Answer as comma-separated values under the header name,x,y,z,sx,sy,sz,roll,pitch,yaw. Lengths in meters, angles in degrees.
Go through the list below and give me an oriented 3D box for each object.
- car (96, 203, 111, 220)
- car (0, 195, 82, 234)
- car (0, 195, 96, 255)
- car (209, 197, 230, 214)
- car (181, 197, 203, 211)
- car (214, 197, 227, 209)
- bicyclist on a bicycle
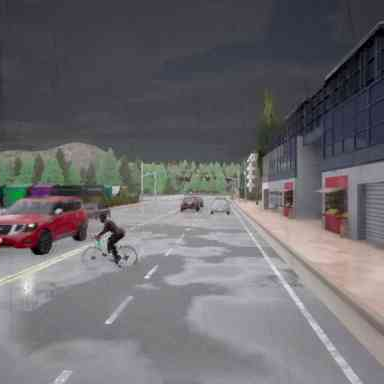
name,x,y,z,sx,sy,sz,roll,pitch,yaw
car,-8.298,1.575,27.857,1.994,1.385,4.181,0,0,5
car,-9.025,1.221,20.597,2.150,2.045,5.566,0,0,5
car,-6.121,1.221,13.628,2.150,2.045,5.566,0,0,5
car,2.969,1.526,35.000,1.812,1.442,4.674,0,0,5
car,-0.111,1.352,39.957,2.097,1.767,4.553,0,0,5
car,4.032,1.505,47.142,1.837,1.490,4.892,0,0,5
bicyclist on a bicycle,-2.411,1.454,9.675,1.656,1.620,0.582,-2,0,5
